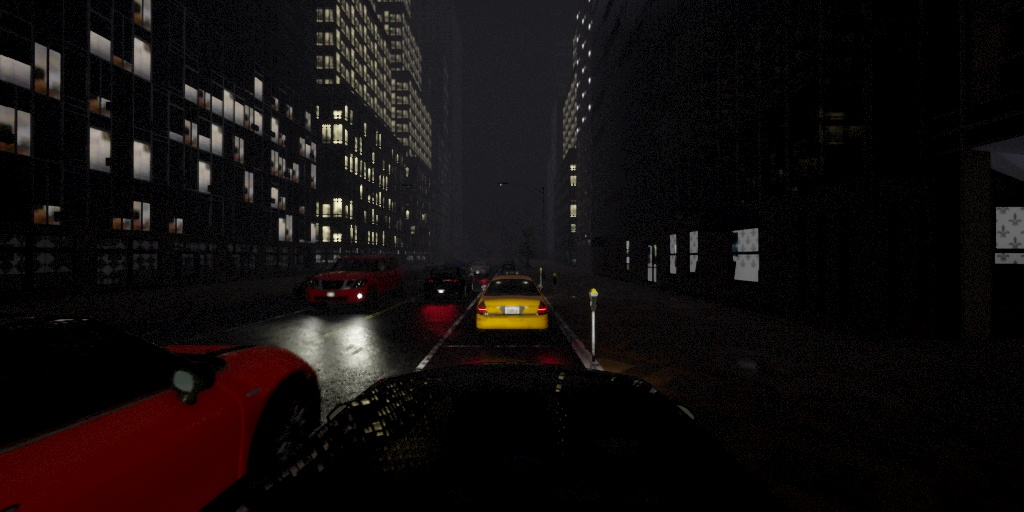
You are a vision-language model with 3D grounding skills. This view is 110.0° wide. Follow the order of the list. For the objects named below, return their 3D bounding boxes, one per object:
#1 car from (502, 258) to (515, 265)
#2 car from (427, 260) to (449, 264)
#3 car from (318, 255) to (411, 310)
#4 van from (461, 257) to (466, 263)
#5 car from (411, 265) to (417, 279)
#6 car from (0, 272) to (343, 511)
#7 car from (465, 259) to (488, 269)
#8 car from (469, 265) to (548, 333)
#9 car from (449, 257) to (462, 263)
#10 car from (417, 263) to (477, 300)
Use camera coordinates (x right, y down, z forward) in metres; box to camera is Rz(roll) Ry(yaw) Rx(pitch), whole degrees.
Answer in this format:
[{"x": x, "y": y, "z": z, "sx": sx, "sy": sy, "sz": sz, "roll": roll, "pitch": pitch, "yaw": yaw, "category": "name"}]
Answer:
[{"x": -0.455, "y": 1.298, "z": 46.099, "sx": 1.948, "sy": 1.339, "sz": 4.313, "roll": 0, "pitch": 0, "yaw": 0, "category": "car"}, {"x": -8.836, "y": 1.286, "z": 40.419, "sx": 2.007, "sy": 1.370, "sz": 4.403, "roll": 0, "pitch": 0, "yaw": 0, "category": "car"}, {"x": -6.246, "y": 0.970, "z": 15.113, "sx": 2.150, "sy": 2.045, "sz": 5.566, "roll": 0, "pitch": 0, "yaw": 0, "category": "car"}, {"x": -8.836, "y": 1.064, "z": 57.496, "sx": 1.690, "sy": 1.789, "sz": 3.998, "roll": 0, "pitch": 0, "yaw": 0, "category": "van"}, {"x": -8.835, "y": 1.325, "z": 29.033, "sx": 1.802, "sy": 1.307, "sz": 4.207, "roll": 0, "pitch": 0, "yaw": 0, "category": "car"}, {"x": -3.045, "y": 1.102, "z": 1.896, "sx": 2.097, "sy": 1.767, "sz": 4.553, "roll": 0, "pitch": 0, "yaw": 0, "category": "car"}, {"x": -3.146, "y": 1.265, "z": 35.074, "sx": 1.812, "sy": 1.442, "sz": 4.674, "roll": 0, "pitch": 0, "yaw": 0, "category": "car"}, {"x": 0.004, "y": 1.206, "z": 10.689, "sx": 1.801, "sy": 1.575, "sz": 5.366, "roll": 0, "pitch": 0, "yaw": 0, "category": "car"}, {"x": -8.836, "y": 1.273, "z": 51.803, "sx": 1.888, "sy": 1.381, "sz": 4.507, "roll": 0, "pitch": 0, "yaw": 0, "category": "car"}, {"x": -3.045, "y": 1.252, "z": 17.826, "sx": 1.837, "sy": 1.490, "sz": 4.892, "roll": 0, "pitch": 0, "yaw": 0, "category": "car"}]
